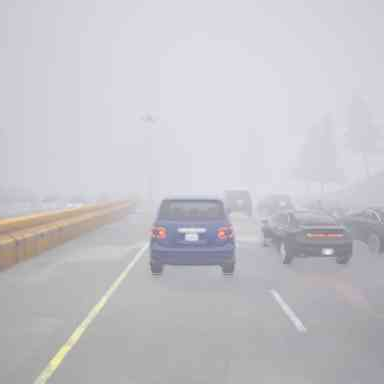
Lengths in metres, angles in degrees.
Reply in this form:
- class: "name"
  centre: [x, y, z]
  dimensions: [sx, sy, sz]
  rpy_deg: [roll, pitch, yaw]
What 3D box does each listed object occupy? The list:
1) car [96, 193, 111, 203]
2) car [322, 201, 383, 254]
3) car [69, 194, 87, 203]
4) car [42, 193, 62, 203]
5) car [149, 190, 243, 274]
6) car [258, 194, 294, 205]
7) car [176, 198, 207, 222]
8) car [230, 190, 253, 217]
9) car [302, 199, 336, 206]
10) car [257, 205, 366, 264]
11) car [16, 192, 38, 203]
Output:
- class: "car"
  centre: [-13.197, 0.826, 49.883]
  dimensions: [2.033, 1.411, 5.357]
  rpy_deg: [0, 1, -10]
- class: "car"
  centre: [7.065, 1.308, 12.607]
  dimensions: [2.128, 1.511, 4.902]
  rpy_deg: [0, 1, 0]
- class: "car"
  centre: [-16.443, 0.906, 48.062]
  dimensions: [1.895, 1.301, 4.718]
  rpy_deg: [0, 1, -10]
- class: "car"
  centre: [-19.875, 0.881, 47.239]
  dimensions: [1.994, 1.385, 4.181]
  rpy_deg: [0, 1, -10]
- class: "car"
  centre: [0.047, 1.072, 10.179]
  dimensions: [2.150, 2.045, 5.566]
  rpy_deg: [0, 1, 1]
- class: "car"
  centre: [6.863, 0.952, 27.573]
  dimensions: [2.097, 1.767, 4.553]
  rpy_deg: [0, 1, -2]
- class: "car"
  centre: [-0.039, 1.198, 24.159]
  dimensions: [2.033, 1.411, 5.357]
  rpy_deg: [0, 1, 0]
- class: "car"
  centre: [3.404, 0.836, 26.822]
  dimensions: [2.150, 2.045, 5.566]
  rpy_deg: [0, 1, -1]
- class: "car"
  centre: [10.409, 1.218, 26.457]
  dimensions: [1.895, 1.301, 4.718]
  rpy_deg: [0, 1, -1]
- class: "car"
  centre: [3.556, 1.338, 11.092]
  dimensions: [1.837, 1.490, 4.892]
  rpy_deg: [0, -1, 0]
- class: "car"
  centre: [-23.457, 0.806, 47.456]
  dimensions: [2.128, 1.511, 4.902]
  rpy_deg: [0, 1, -10]
